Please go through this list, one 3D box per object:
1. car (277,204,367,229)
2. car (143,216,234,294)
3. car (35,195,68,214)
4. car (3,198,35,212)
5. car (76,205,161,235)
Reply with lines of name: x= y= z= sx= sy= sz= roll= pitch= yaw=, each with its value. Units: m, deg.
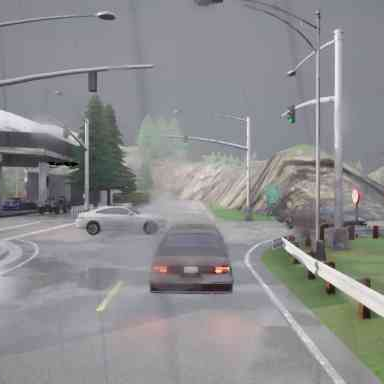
car: x=6.614 y=1.358 z=17.625 sx=2.033 sy=1.411 sz=5.357 roll=0 pitch=0 yaw=-18
car: x=0.033 y=1.547 z=8.932 sx=2.033 sy=1.411 sz=5.357 roll=0 pitch=0 yaw=1
car: x=-14.595 y=1.313 z=35.248 sx=1.905 sy=1.878 sz=3.866 roll=0 pitch=0 yaw=-1
car: x=-20.310 y=1.480 z=39.515 sx=2.242 sy=1.667 sz=4.611 roll=0 pitch=0 yaw=-1
car: x=-3.644 y=1.415 z=17.416 sx=4.674 sy=1.442 sz=1.812 roll=0 pitch=0 yaw=-1
